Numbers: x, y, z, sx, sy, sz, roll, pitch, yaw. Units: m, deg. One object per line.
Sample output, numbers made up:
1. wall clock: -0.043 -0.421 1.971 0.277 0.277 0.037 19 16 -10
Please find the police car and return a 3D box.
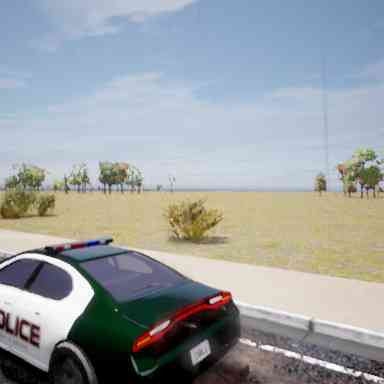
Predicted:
1. police car: -1.873 1.489 4.897 4.974 1.542 2.038 0 0 35
